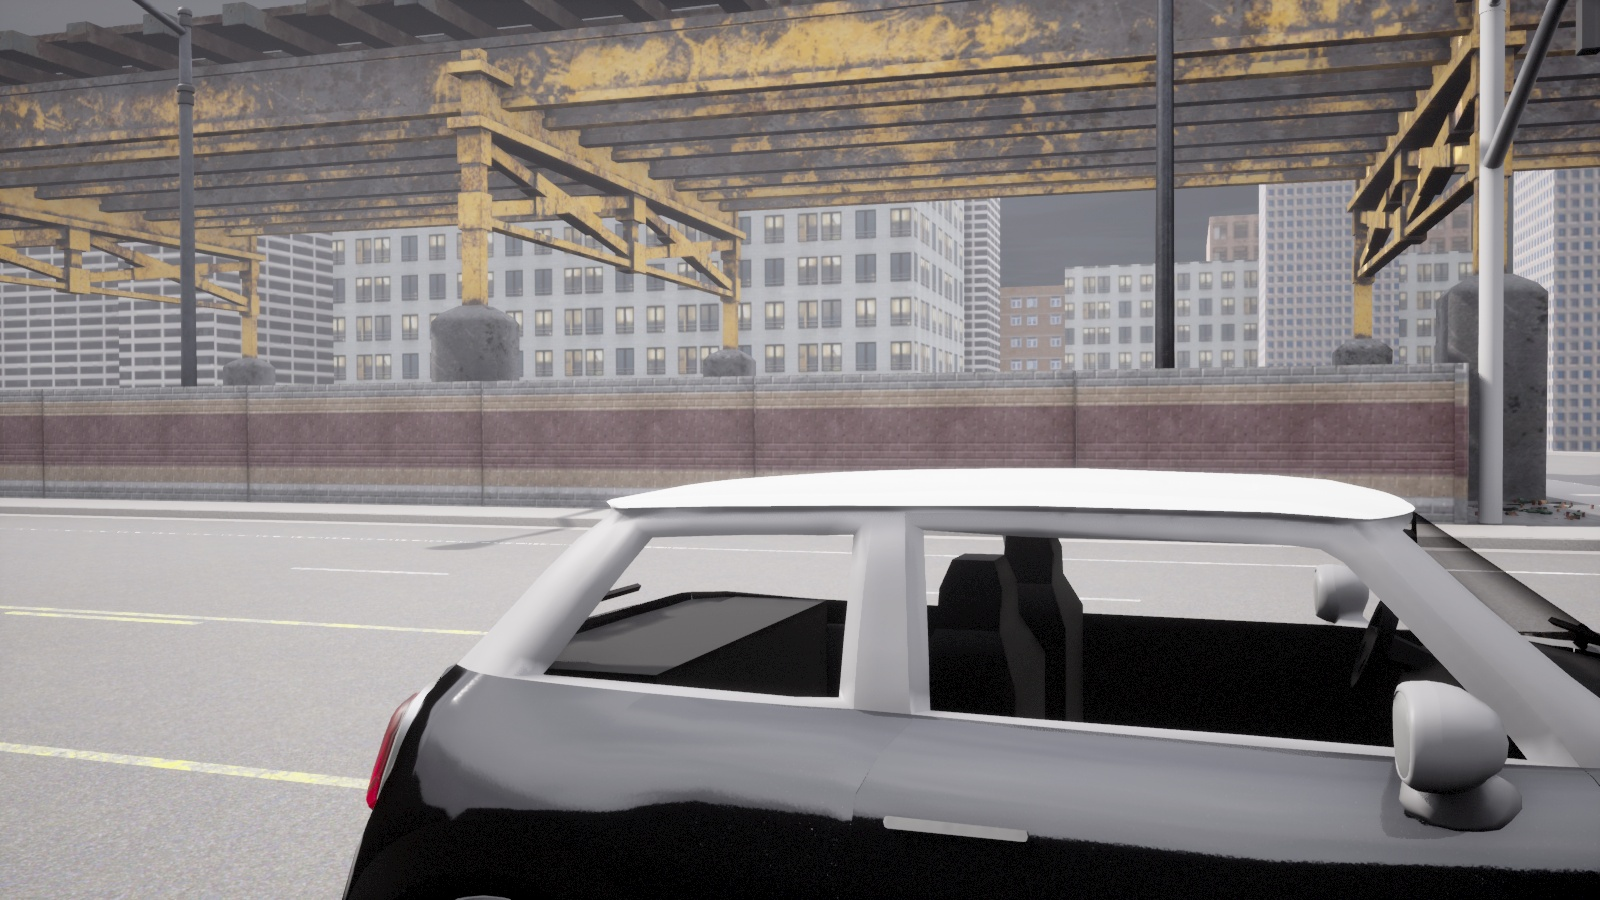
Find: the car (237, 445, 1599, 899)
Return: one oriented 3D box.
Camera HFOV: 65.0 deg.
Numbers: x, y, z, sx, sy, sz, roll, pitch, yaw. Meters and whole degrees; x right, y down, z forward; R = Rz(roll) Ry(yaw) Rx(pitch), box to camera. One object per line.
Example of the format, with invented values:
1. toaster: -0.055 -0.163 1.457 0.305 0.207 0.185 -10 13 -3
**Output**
1. car: 0.986 0.750 2.861 3.806 1.475 1.970 1 1 18
